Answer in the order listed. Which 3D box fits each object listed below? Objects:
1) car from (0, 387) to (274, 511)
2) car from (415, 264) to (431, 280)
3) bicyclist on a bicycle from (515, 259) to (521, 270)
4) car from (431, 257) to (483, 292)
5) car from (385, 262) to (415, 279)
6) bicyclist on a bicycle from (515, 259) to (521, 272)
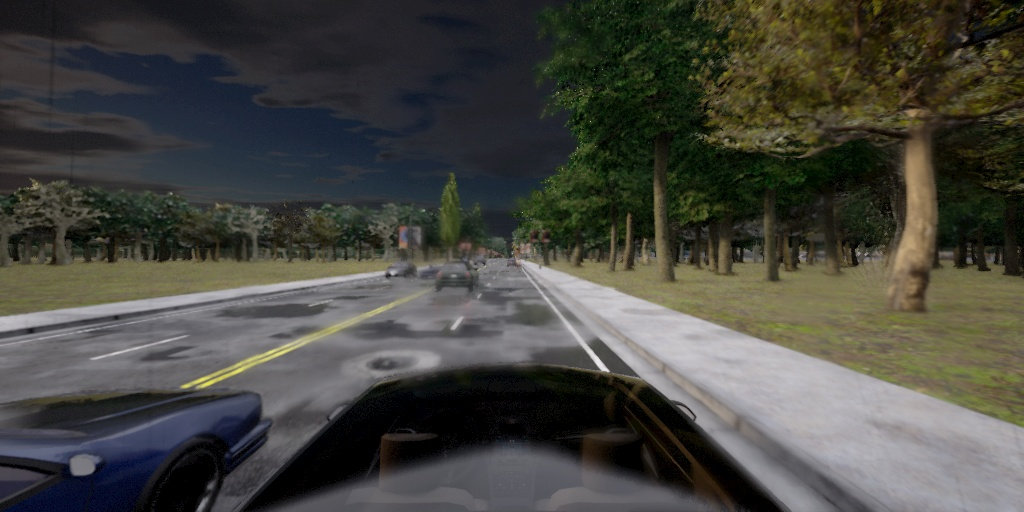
[{"bbox_3d":[-3.150,1.297,0.848,2.033,1.411,5.357,0,0,0],"label":"car"},{"bbox_3d":[-6.601,1.358,31.131,1.895,1.301,4.718,0,0,0],"label":"car"},{"bbox_3d":[0.888,1.208,53.705,0.866,1.612,1.509,0,0,0],"label":"bicyclist on a bicycle"},{"bbox_3d":[-3.153,1.105,21.521,2.097,1.767,4.553,0,0,0],"label":"car"},{"bbox_3d":[-9.848,1.251,32.188,2.128,1.511,4.902,0,0,0],"label":"car"},{"bbox_3d":[0.898,1.202,44.549,0.866,1.612,1.509,0,0,0],"label":"bicyclist on a bicycle"}]
